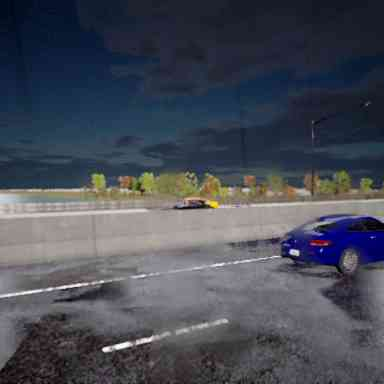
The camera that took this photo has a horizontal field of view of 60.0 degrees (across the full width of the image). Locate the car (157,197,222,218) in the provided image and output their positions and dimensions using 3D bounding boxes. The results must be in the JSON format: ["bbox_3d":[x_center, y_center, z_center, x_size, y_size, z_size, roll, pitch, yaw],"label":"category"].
[{"bbox_3d":[-0.163,1.208,27.314,5.008,1.535,1.882,-1,1,-29],"label":"car"}]

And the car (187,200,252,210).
[{"bbox_3d":[2.385,1.368,20.732,4.718,1.301,1.895,-1,1,-29],"label":"car"}]

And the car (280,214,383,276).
[{"bbox_3d":[4.681,1.377,9.790,4.674,1.442,1.812,-1,1,-29],"label":"car"}]

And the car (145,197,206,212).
[{"bbox_3d":[-0.908,1.271,22.916,4.902,1.511,2.128,-1,1,-29],"label":"car"}]
